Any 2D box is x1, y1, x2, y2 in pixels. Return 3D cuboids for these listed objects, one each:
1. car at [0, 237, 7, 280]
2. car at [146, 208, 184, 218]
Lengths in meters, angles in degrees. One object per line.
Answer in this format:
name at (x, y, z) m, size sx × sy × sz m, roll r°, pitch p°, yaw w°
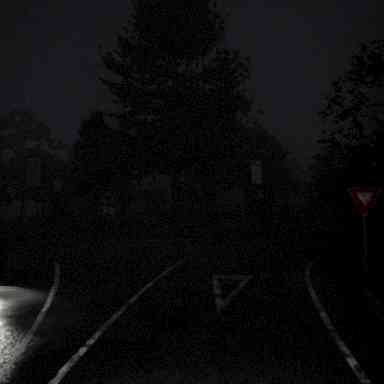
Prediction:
car at (-6.802, 1.822, 10.141) m, size 1.994 × 1.385 × 4.181 m, roll 2°, pitch -2°, yaw -30°
car at (-3.868, 3.041, 48.081) m, size 5.357 × 1.411 × 2.033 m, roll 1°, pitch -2°, yaw 3°
